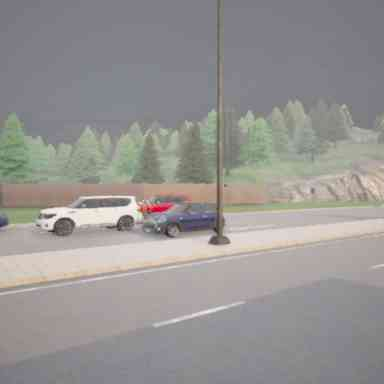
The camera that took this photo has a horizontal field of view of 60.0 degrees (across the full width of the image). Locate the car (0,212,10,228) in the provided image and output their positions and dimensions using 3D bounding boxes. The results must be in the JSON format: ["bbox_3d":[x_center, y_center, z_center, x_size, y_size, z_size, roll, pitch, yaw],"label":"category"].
[{"bbox_3d":[-12.440,1.525,17.834,4.674,1.442,1.812,0,0,-36],"label":"car"}]

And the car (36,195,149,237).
[{"bbox_3d":[-5.514,1.213,18.426,5.566,2.045,2.150,0,0,-35],"label":"car"}]

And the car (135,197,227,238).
[{"bbox_3d":[-0.360,1.335,17.845,4.553,1.767,2.097,0,0,-35],"label":"car"}]

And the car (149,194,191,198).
[{"bbox_3d":[-2.351,1.198,25.022,5.566,2.045,2.150,-1,0,-35],"label":"car"}]
